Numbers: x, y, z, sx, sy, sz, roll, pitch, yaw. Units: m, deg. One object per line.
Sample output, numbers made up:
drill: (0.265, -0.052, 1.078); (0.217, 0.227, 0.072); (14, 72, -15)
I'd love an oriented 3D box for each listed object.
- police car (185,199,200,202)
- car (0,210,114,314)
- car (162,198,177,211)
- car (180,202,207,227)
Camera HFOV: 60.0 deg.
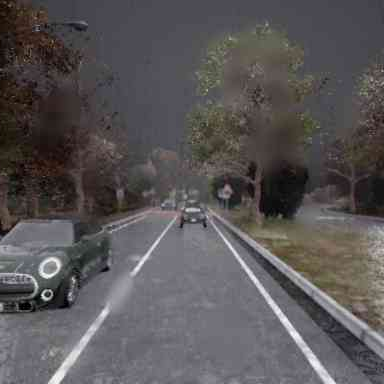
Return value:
police car: (0.102, 1.730, 42.425); (1.930, 1.638, 5.238); (0, -6, 0)
car: (-3.352, 1.371, 7.889); (2.097, 1.767, 4.553); (0, 0, 0)
car: (-3.298, 1.821, 49.360); (2.097, 1.767, 4.553); (0, 0, 1)
car: (0.097, 1.725, 24.364); (1.812, 1.442, 4.674); (0, -1, 0)
